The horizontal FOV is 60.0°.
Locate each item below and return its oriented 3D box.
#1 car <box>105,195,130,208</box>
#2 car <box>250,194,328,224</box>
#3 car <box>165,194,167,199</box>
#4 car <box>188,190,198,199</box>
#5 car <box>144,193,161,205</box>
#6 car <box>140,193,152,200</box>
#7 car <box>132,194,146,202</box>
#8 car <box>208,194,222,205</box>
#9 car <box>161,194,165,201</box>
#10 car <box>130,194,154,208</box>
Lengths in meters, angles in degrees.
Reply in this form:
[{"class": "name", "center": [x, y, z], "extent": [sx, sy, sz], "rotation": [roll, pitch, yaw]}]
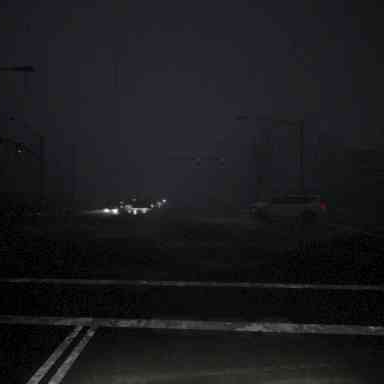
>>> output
[{"class": "car", "center": [-10.400, 1.369, 45.410], "extent": [2.128, 1.511, 4.902], "rotation": [0, 1, 1]}, {"class": "car", "center": [7.154, 1.196, 24.794], "extent": [5.566, 2.045, 2.150], "rotation": [0, 1, 22]}, {"class": "car", "center": [-6.789, 1.003, 75.178], "extent": [1.895, 1.301, 4.718], "rotation": [0, 1, 0]}, {"class": "car", "center": [0.215, 0.604, 76.582], "extent": [2.150, 2.045, 5.566], "rotation": [0, 1, 0]}, {"class": "car", "center": [-6.849, 1.305, 55.253], "extent": [2.033, 1.411, 5.357], "rotation": [0, 1, 0]}, {"class": "car", "center": [-10.289, 0.948, 75.174], "extent": [2.033, 1.411, 5.357], "rotation": [0, 1, 0]}, {"class": "car", "center": [-10.320, 1.179, 64.556], "extent": [1.994, 1.385, 4.181], "rotation": [0, 1, 0]}, {"class": "car", "center": [3.750, 1.125, 54.041], "extent": [2.097, 1.767, 4.553], "rotation": [0, 1, 0]}, {"class": "car", "center": [-6.819, 1.210, 64.830], "extent": [1.895, 1.301, 4.718], "rotation": [0, 1, 0]}, {"class": "car", "center": [-6.898, 1.431, 46.022], "extent": [1.994, 1.385, 4.181], "rotation": [0, 1, 1]}]
